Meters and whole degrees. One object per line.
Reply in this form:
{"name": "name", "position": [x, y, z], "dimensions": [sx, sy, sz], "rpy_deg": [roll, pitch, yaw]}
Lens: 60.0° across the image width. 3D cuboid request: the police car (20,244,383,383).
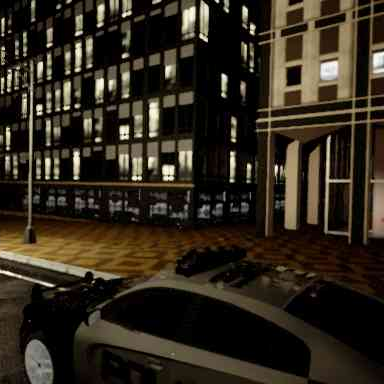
{"name": "police car", "position": [0.087, 1.421, 3.498], "dimensions": [5.238, 1.638, 1.930], "rpy_deg": [0, 0, 35]}
